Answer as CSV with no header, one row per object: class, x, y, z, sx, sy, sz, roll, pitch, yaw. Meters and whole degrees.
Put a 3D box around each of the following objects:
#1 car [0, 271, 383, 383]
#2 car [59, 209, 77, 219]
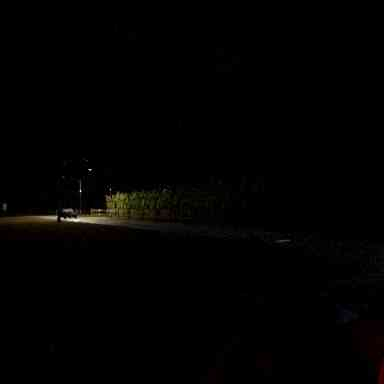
car,0.309,1.568,3.183,4.181,1.385,1.994,0,0,-36
car,-18.762,3.265,50.062,2.128,1.511,4.902,1,-3,-36
